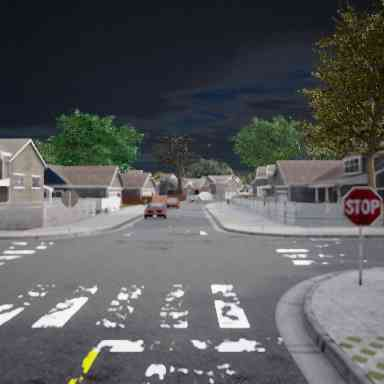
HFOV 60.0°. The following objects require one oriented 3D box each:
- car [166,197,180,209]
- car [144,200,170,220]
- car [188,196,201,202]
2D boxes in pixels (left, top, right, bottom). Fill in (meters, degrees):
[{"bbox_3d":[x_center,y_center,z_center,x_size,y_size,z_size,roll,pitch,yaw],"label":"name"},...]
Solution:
[{"bbox_3d":[-2.683,1.489,44.811,1.882,1.535,5.008,0,0,2],"label":"car"},{"bbox_3d":[-3.091,1.607,28.694,1.895,1.301,4.718,0,0,-3],"label":"car"},{"bbox_3d":[0.623,1.414,68.871,1.994,1.385,4.181,0,0,14],"label":"car"}]
